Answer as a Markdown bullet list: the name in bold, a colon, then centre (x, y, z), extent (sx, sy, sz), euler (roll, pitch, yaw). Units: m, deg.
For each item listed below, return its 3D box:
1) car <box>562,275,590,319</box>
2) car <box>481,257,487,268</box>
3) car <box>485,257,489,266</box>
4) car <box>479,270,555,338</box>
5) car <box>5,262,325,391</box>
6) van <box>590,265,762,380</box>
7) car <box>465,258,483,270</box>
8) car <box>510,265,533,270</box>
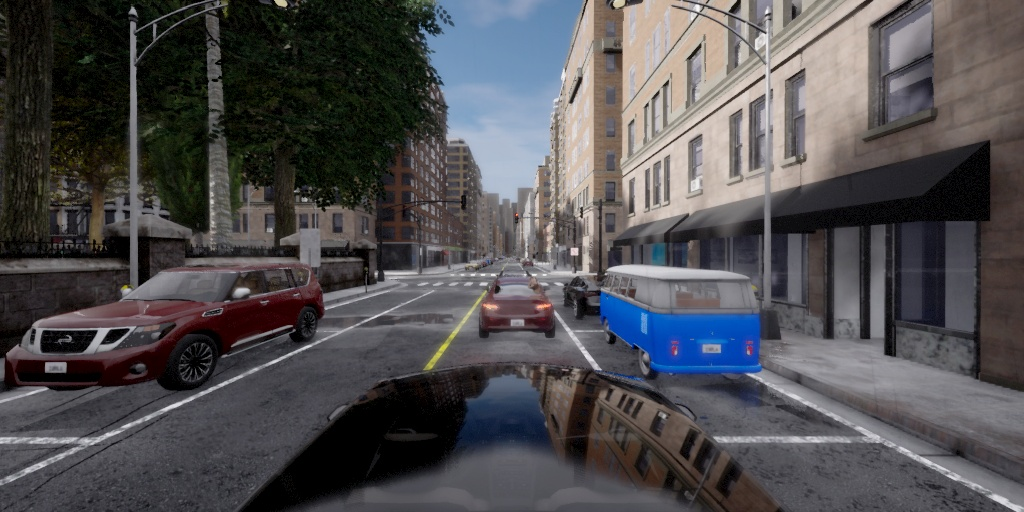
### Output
- **car**: centre (2.880, 1.313, 12.647), extent (1.948, 1.339, 4.313), euler (0, 0, 0)
- **car**: centre (-5.552, 1.272, 56.104), extent (2.007, 1.370, 4.403), euler (0, 0, 0)
- **car**: centre (-5.540, 1.266, 61.555), extent (1.888, 1.381, 4.507), euler (0, 0, 0)
- **car**: centre (0.123, 1.274, 10.027), extent (1.812, 1.442, 4.674), euler (0, 0, 0)
- **car**: centre (-5.657, 1.064, 6.965), extent (2.192, 1.841, 5.009), euler (0, 0, 0)
- **van**: centre (2.867, 1.090, 6.986), extent (1.690, 1.789, 3.998), euler (0, 0, 0)
- **car**: centre (-5.564, 1.248, 50.483), extent (1.751, 1.417, 4.829), euler (0, 0, 0)
- **car**: centre (0.112, 1.345, 18.849), extent (1.895, 1.301, 4.718), euler (0, 0, -1)
